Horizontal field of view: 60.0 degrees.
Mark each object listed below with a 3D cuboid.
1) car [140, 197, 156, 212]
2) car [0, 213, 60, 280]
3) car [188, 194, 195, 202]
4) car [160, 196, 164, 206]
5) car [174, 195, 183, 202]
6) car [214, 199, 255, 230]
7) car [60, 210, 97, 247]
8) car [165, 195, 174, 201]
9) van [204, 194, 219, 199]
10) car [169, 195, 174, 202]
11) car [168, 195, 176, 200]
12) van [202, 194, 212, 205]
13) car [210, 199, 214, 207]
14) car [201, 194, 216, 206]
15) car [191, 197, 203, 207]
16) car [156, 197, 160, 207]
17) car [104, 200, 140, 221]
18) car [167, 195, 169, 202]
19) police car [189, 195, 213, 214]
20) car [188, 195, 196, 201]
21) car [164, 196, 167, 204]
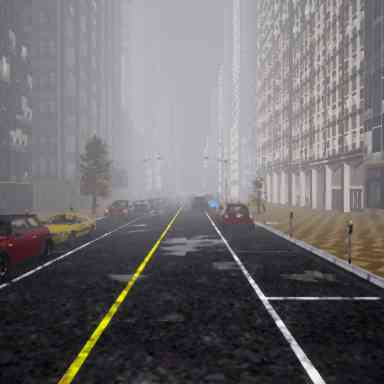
[{"bbox_3d":[-5.698,1.544,38.027,2.008,1.369,4.403,-1,0,0],"label":"car"},{"bbox_3d":[-5.699,1.437,9.609,1.967,1.590,4.097,-1,0,0],"label":"car"},{"bbox_3d":[0.899,1.343,46.027,2.097,1.767,4.553,0,0,0],"label":"car"},{"bbox_3d":[-5.697,1.536,49.395,1.887,1.381,4.507,-1,0,0],"label":"car"},{"bbox_3d":[-3.000,1.477,76.725,2.033,1.411,5.357,0,0,0],"label":"car"},{"bbox_3d":[2.682,1.436,20.977,1.967,1.590,4.097,-1,0,0],"label":"car"},{"bbox_3d":[-5.698,1.522,15.123,1.752,1.417,4.829,-1,0,0],"label":"car"},{"bbox_3d":[-5.697,1.536,83.496,2.008,1.369,4.403,-1,0,0],"label":"car"},{"bbox_3d":[2.681,1.333,43.711,1.690,1.788,3.998,-1,0,0],"label":"van"},{"bbox_3d":[-5.698,1.538,72.129,2.008,1.369,4.403,-1,0,0],"label":"car"},{"bbox_3d":[-5.697,1.565,94.863,1.802,1.307,4.206,-1,0,0],"label":"car"},{"bbox_3d":[2.681,1.331,60.762,1.690,1.788,3.998,-1,0,0],"label":"van"},{"bbox_3d":[2.683,1.520,26.830,1.752,1.417,4.829,-1,0,0],"label":"car"},{"bbox_3d":[2.681,1.305,55.078,2.192,1.841,5.009,-1,0,0],"label":"car"},{"bbox_3d":[0.824,1.520,52.070,1.812,1.442,4.674,0,0,1],"label":"car"},{"bbox_3d":[-5.697,1.558,43.711,1.947,1.339,4.313,-1,0,0],"label":"car"},{"bbox_3d":[-5.699,1.435,26.660,1.967,1.590,4.097,-1,0,0],"label":"car"},{"bbox_3d":[-5.697,1.571,60.762,1.802,1.307,4.206,-1,0,0],"label":"car"},{"bbox_3d":[0.900,1.419,36.167,1.930,1.638,5.238,0,0,0],"label":"police car"},{"bbox_3d":[0.001,1.420,86.248,1.837,1.490,4.892,0,0,0],"label":"car"},{"bbox_3d":[-5.698,1.541,55.078,2.008,1.369,4.403,-1,0,0],"label":"car"}]
